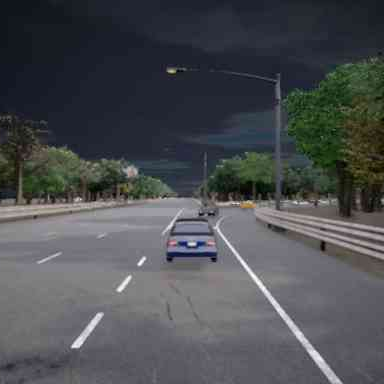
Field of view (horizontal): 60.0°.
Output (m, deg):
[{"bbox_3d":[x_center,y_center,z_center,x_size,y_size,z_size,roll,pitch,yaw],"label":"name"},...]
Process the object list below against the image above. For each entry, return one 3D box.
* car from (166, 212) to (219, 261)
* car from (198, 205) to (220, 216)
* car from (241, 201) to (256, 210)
[{"bbox_3d":[0.001,1.749,13.115,2.033,1.411,5.357,0,-1,0],"label":"car"},{"bbox_3d":[1.996,2.176,37.712,1.895,1.301,4.718,0,-1,12],"label":"car"},{"bbox_3d":[10.439,2.404,60.267,1.882,1.535,5.008,-1,-1,28],"label":"car"}]
